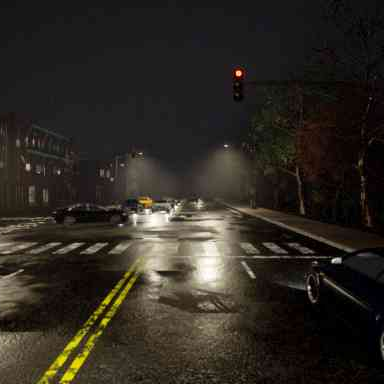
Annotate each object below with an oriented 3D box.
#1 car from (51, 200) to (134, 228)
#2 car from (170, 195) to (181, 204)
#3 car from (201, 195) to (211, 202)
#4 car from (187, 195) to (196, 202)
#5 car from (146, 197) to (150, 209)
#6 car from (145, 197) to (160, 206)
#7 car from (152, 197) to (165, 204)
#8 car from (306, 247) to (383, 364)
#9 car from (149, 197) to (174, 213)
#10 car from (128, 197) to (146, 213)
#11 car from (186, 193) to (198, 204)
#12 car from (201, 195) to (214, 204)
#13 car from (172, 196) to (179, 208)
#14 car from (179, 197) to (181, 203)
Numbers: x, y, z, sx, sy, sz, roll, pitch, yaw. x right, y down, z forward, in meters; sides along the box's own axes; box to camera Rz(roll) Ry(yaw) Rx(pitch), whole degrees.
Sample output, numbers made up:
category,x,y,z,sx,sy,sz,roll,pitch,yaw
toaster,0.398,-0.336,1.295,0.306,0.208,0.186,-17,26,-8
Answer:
category,x,y,z,sx,sy,sz,roll,pitch,yaw
car,-6.713,1.482,22.115,4.902,1.511,2.128,0,0,-22
car,-3.314,1.454,66.609,1.882,1.535,5.008,0,0,0
car,3.210,1.509,78.581,2.033,1.411,5.357,0,0,0
car,-0.040,1.494,78.836,2.128,1.511,4.902,0,0,0
car,-6.610,1.463,45.916,1.882,1.535,5.008,0,0,0
car,-6.604,1.545,55.827,1.994,1.385,4.181,0,0,0
car,-6.567,1.577,65.749,1.895,1.301,4.718,0,0,0
car,3.335,1.563,5.302,1.994,1.385,4.181,0,0,1
car,-3.358,1.515,36.985,1.812,1.442,4.674,0,0,0
car,-6.637,1.515,36.831,1.812,1.442,4.674,0,0,1
car,0.067,1.200,65.832,2.150,2.045,5.566,0,0,0
car,3.320,1.469,65.379,2.128,1.511,4.902,0,0,0
car,-3.361,1.477,46.253,2.128,1.511,4.902,0,0,0
car,-3.348,1.581,56.332,1.895,1.301,4.718,0,0,0
